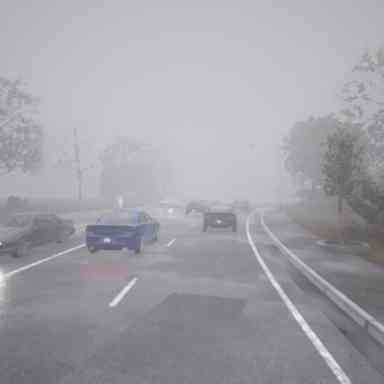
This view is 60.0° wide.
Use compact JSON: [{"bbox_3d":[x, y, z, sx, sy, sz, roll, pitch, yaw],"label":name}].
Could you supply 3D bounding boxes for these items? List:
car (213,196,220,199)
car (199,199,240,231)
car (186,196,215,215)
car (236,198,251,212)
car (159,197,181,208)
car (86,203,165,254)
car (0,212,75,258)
[{"bbox_3d":[3.445,1.442,53.838,1.812,1.442,4.674,0,0,22],"label":"car"},{"bbox_3d":[1.812,1.451,20.368,1.882,1.535,5.008,0,0,8],"label":"car"},{"bbox_3d":[0.690,1.452,32.835,1.837,1.490,4.892,0,0,13],"label":"car"},{"bbox_3d":[5.703,1.451,38.173,2.128,1.511,4.902,0,0,16],"label":"car"},{"bbox_3d":[-3.021,1.427,46.152,1.812,1.442,4.674,0,0,18],"label":"car"},{"bbox_3d":[-2.592,1.447,13.514,1.882,1.535,5.008,0,0,5],"label":"car"},{"bbox_3d":[-6.403,1.505,12.844,2.033,1.411,5.357,0,0,5],"label":"car"}]
